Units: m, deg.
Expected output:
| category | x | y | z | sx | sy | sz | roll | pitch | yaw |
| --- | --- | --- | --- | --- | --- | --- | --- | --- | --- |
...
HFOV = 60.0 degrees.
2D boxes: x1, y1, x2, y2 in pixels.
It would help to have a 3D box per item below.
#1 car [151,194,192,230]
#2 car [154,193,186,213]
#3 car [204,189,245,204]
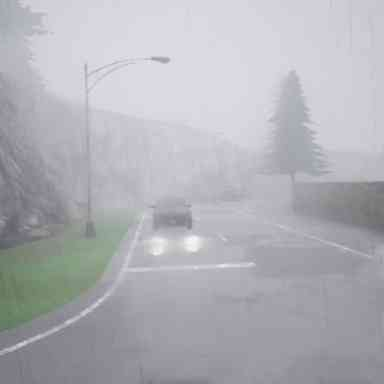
| category | x | y | z | sx | sy | sz | roll | pitch | yaw |
| --- | --- | --- | --- | --- | --- | --- | --- | --- | --- |
| car | -1.129 | 1.025 | 17.723 | 1.882 | 1.535 | 5.008 | -1 | 2 | -6 |
| car | -1.741 | 0.864 | 27.665 | 1.994 | 1.385 | 4.181 | -1 | 2 | 5 |
| car | 3.595 | 0.461 | 36.607 | 4.892 | 1.490 | 1.837 | -2 | 2 | -29 |
